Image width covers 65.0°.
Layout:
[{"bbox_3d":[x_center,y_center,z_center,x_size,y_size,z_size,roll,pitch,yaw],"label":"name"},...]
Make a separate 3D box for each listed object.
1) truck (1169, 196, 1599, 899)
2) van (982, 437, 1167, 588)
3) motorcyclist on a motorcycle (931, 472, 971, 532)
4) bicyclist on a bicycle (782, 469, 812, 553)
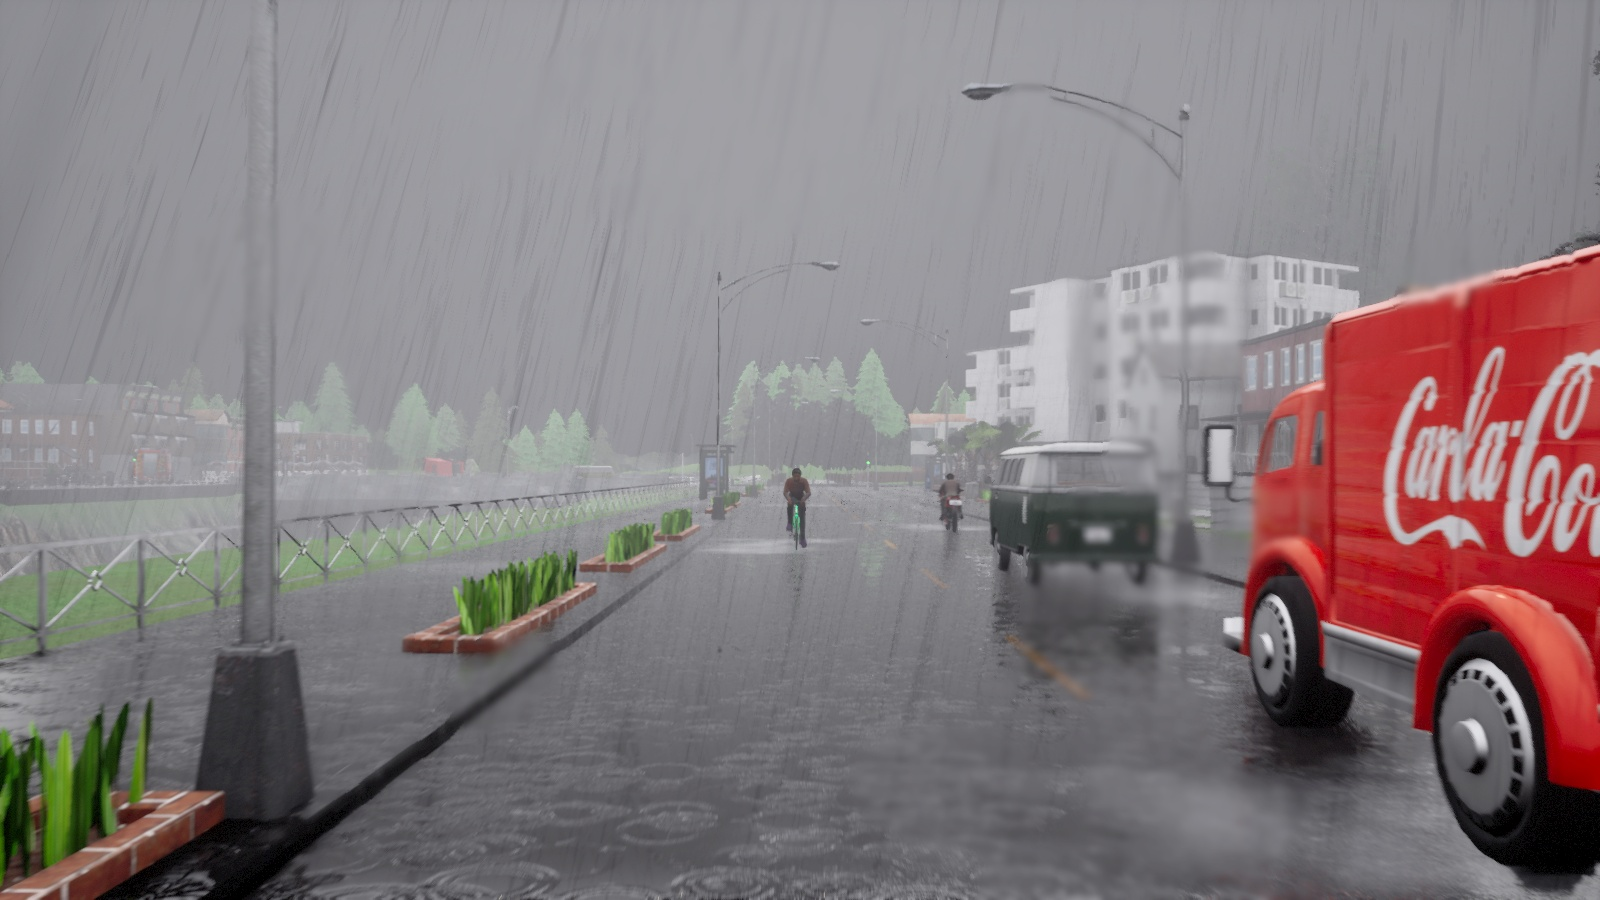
[{"bbox_3d":[3.983,0.420,6.439,2.627,2.467,5.204,0,-1,0],"label":"truck"},{"bbox_3d":[3.955,0.867,18.858,1.775,1.987,4.442,0,-1,0],"label":"van"},{"bbox_3d":[3.923,1.330,32.791,0.797,1.523,2.044,0,-1,0],"label":"motorcyclist on a motorcycle"},{"bbox_3d":[-0.059,1.186,25.003,0.582,1.620,1.656,0,-1,0],"label":"bicyclist on a bicycle"}]
